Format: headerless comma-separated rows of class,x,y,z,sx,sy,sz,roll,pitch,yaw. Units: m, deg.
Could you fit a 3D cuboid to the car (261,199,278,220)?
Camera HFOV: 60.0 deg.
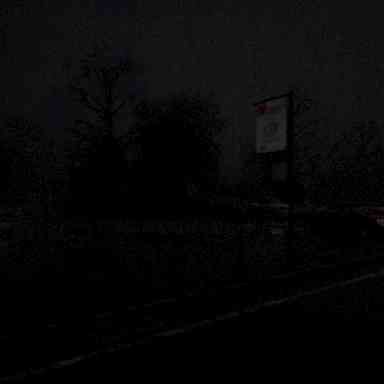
car,4.817,1.636,29.712,2.231,1.521,4.892,2,-1,-36

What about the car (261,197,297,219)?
car,7.094,1.453,31.340,2.435,2.045,5.566,2,-1,-36

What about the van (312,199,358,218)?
van,16.209,1.844,37.792,1.878,1.987,4.442,3,-1,-36

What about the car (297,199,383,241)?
car,8.098,1.397,16.977,2.185,1.767,4.553,2,-1,-36

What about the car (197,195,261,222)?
car,2.677,1.321,28.129,2.435,2.045,5.566,2,-1,-36

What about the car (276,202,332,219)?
car,11.601,1.875,34.848,1.946,1.575,5.366,2,-1,-36

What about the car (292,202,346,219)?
car,13.760,1.965,36.401,1.946,1.575,5.366,3,-1,-36
